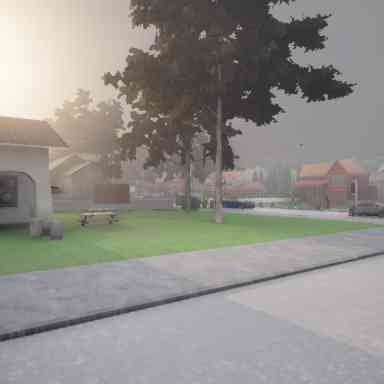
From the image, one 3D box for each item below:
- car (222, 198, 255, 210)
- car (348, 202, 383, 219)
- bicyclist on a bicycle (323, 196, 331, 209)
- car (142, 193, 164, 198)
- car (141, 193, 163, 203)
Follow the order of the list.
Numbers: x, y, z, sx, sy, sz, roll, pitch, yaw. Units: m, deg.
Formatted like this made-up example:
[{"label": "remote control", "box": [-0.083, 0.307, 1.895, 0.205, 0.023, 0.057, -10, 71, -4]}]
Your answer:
[{"label": "car", "box": [5.783, 1.477, 42.201, 1.882, 1.535, 5.008, 0, 0, -36]}, {"label": "car", "box": [15.677, 1.564, 28.432, 1.994, 1.385, 4.181, 0, 0, -36]}, {"label": "bicyclist on a bicycle", "box": [16.758, 1.349, 41.316, 1.656, 1.620, 0.582, 0, 0, -36]}, {"label": "car", "box": [-6.914, 1.206, 60.030, 2.150, 2.045, 5.566, 0, 0, -36]}, {"label": "car", "box": [-8.402, 1.221, 69.123, 2.150, 2.045, 5.566, 0, 0, -36]}]
